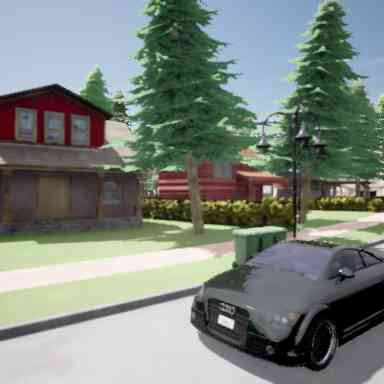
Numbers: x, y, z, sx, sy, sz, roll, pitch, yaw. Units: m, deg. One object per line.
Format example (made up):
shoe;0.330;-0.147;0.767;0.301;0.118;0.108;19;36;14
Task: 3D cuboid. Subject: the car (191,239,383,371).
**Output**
car;2.012;1.569;5.750;4.181;1.385;1.994;0;0;-39
